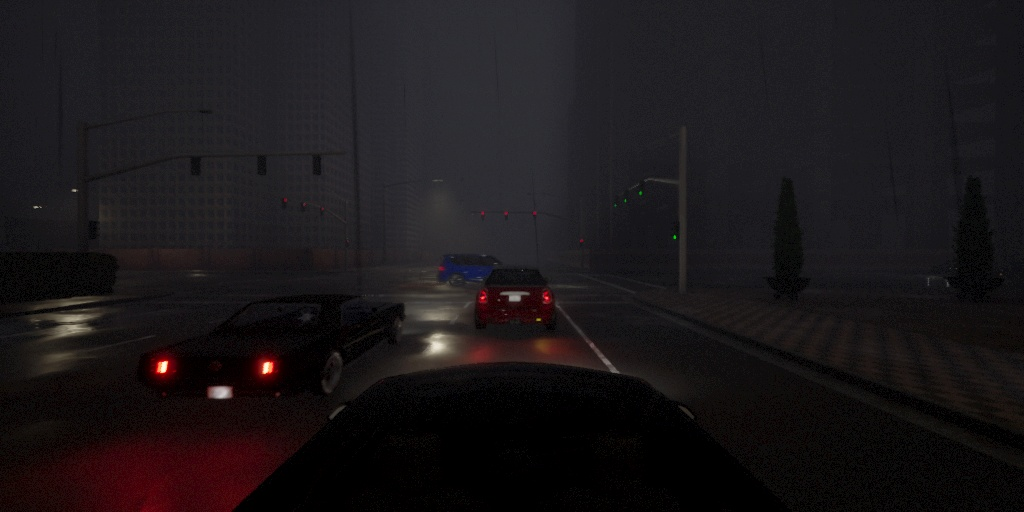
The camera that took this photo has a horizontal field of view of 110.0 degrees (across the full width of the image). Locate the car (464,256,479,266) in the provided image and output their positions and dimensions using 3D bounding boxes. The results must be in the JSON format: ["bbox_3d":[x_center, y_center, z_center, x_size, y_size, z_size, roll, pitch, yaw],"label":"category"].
[{"bbox_3d":[-6.978,0.853,61.803,1.837,1.490,4.892,0,1,1],"label":"car"}]

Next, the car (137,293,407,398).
[{"bbox_3d":[-3.438,1.319,6.473,1.895,1.301,4.718,0,0,0],"label":"car"}]

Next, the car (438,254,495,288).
[{"bbox_3d":[-1.723,0.916,22.099,5.566,2.045,2.150,0,0,0],"label":"car"}]

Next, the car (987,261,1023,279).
[{"bbox_3d":[40.438,1.132,28.900,4.181,1.385,1.994,0,0,1],"label":"car"}]

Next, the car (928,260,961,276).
[{"bbox_3d":[40.783,1.052,32.395,4.892,1.490,1.837,0,0,1],"label":"car"}]

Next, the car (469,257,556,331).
[{"bbox_3d":[0.159,1.042,10.939,2.097,1.767,4.553,0,1,2],"label":"car"}]
